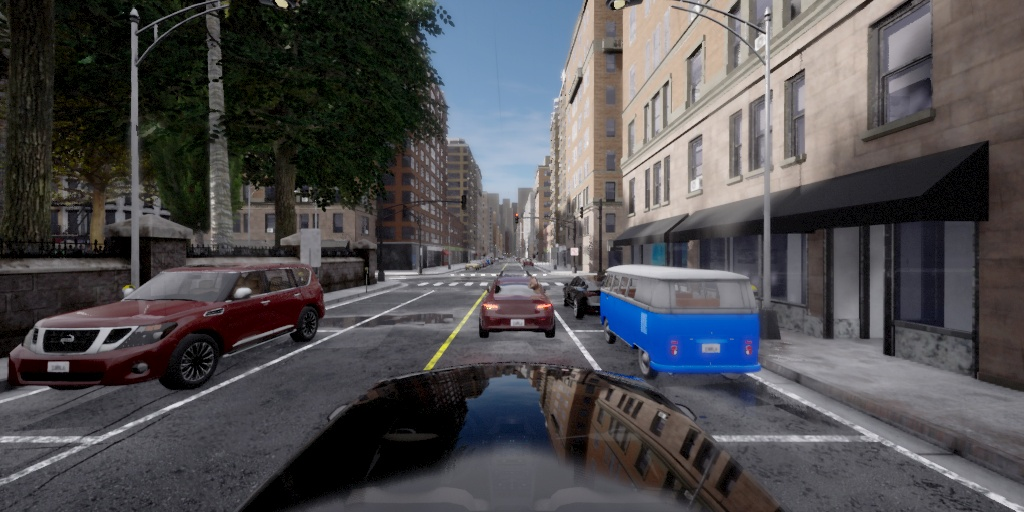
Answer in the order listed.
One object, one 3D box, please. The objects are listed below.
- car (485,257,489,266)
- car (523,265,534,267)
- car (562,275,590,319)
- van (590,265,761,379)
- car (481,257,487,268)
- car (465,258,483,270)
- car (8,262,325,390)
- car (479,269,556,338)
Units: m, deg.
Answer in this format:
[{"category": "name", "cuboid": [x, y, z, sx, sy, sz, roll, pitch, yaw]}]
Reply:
[{"category": "car", "cuboid": [-5.510, 1.265, 61.579, 1.888, 1.381, 4.507, 0, 0, 0]}, {"category": "car", "cuboid": [0.121, 1.345, 18.870, 1.895, 1.301, 4.718, 0, 0, -1]}, {"category": "car", "cuboid": [2.886, 1.313, 12.667, 1.948, 1.339, 4.313, 0, 0, 0]}, {"category": "van", "cuboid": [2.870, 1.090, 7.006, 1.690, 1.789, 3.998, 0, 0, 0]}, {"category": "car", "cuboid": [-5.524, 1.272, 56.128, 2.007, 1.370, 4.403, 0, 0, 0]}, {"category": "car", "cuboid": [-5.539, 1.248, 50.508, 1.751, 1.417, 4.829, 0, 0, 0]}, {"category": "car", "cuboid": [-5.654, 1.064, 6.989, 2.192, 1.841, 5.009, 0, 0, 0]}, {"category": "car", "cuboid": [0.127, 1.274, 10.048, 1.812, 1.442, 4.674, 0, 0, 0]}]
